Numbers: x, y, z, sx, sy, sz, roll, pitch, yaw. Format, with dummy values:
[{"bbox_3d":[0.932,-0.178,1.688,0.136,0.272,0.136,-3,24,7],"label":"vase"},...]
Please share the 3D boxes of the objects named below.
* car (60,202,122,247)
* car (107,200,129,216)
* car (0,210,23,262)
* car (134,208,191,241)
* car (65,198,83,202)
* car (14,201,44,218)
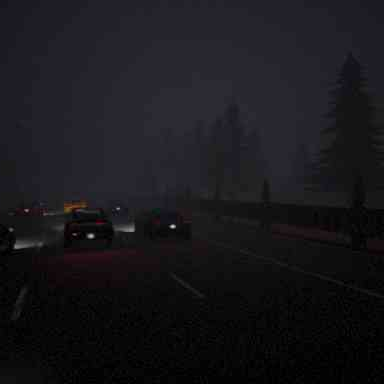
[{"bbox_3d":[-4.650,1.407,14.640,2.128,1.511,4.902,0,0,-21],"label":"car"},{"bbox_3d":[-7.020,1.389,30.241,1.994,1.385,4.181,0,0,-21],"label":"car"},{"bbox_3d":[-6.550,1.489,9.853,2.033,1.411,5.357,0,0,-21],"label":"car"},{"bbox_3d":[-1.580,1.469,16.407,1.994,1.385,4.181,0,0,-21],"label":"car"},{"bbox_3d":[-10.679,1.304,29.995,1.882,1.535,5.008,0,0,-21],"label":"car"},{"bbox_3d":[-13.597,1.402,27.838,1.994,1.385,4.181,0,0,-21],"label":"car"}]
